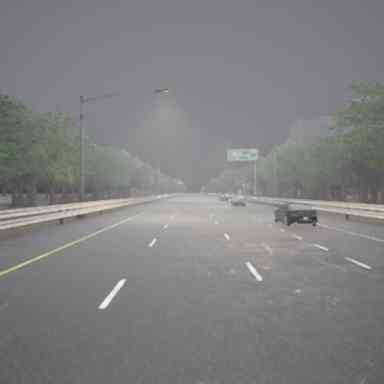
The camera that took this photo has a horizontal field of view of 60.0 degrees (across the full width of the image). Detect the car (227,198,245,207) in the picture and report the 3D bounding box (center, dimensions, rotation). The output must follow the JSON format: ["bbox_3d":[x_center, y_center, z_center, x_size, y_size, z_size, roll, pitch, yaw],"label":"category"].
[{"bbox_3d":[7.147,1.600,52.361,1.895,1.301,4.718,0,0,0],"label":"car"}]

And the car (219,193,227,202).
[{"bbox_3d":[7.306,1.499,77.334,1.812,1.442,4.674,0,0,0],"label":"car"}]

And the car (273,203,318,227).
[{"bbox_3d":[7.029,1.501,23.049,1.882,1.535,5.008,0,0,0],"label":"car"}]
